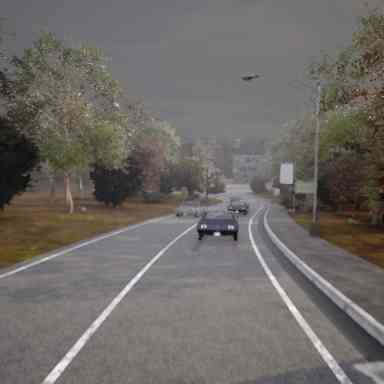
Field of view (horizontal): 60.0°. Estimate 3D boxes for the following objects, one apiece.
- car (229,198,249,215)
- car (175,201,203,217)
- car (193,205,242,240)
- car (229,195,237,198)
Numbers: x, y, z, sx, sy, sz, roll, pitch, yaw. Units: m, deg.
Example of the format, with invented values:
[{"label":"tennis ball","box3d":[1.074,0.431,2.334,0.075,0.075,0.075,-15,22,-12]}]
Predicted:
[{"label":"car","box3d":[4.826,1.583,34.059,1.895,1.301,4.718,1,0,13]},{"label":"car","box3d":[-0.099,1.503,29.269,1.895,1.301,4.718,1,0,13]},{"label":"car","box3d":[1.431,1.580,16.994,1.895,1.301,4.718,1,0,8]},{"label":"car","box3d":[8.665,1.371,69.643,2.033,1.411,5.357,1,1,6]}]
